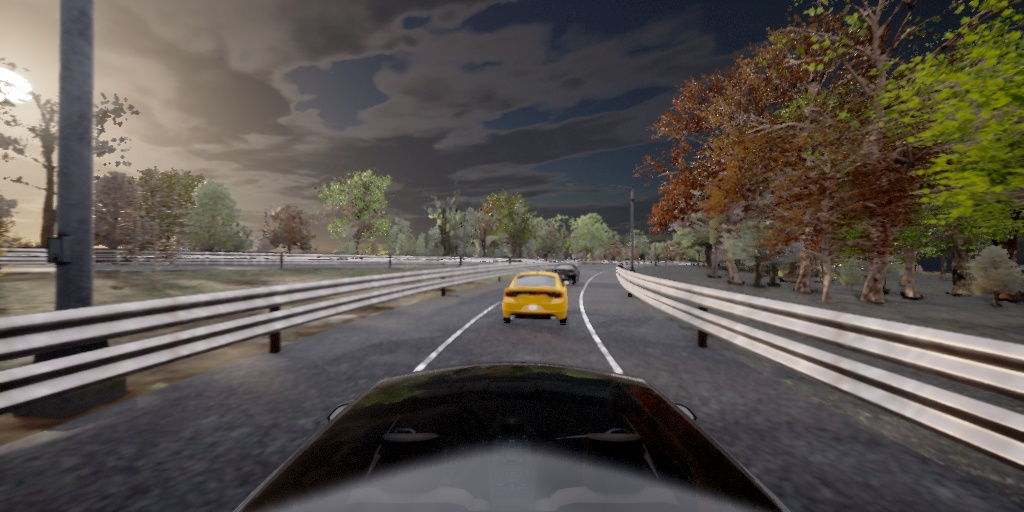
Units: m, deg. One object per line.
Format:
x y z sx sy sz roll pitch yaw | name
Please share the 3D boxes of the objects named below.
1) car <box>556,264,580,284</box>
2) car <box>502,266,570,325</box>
4.289 1.337 28.439 1.882 1.535 5.008 0 0 15 | car
0.908 1.258 12.187 1.882 1.535 5.008 0 0 8 | car
